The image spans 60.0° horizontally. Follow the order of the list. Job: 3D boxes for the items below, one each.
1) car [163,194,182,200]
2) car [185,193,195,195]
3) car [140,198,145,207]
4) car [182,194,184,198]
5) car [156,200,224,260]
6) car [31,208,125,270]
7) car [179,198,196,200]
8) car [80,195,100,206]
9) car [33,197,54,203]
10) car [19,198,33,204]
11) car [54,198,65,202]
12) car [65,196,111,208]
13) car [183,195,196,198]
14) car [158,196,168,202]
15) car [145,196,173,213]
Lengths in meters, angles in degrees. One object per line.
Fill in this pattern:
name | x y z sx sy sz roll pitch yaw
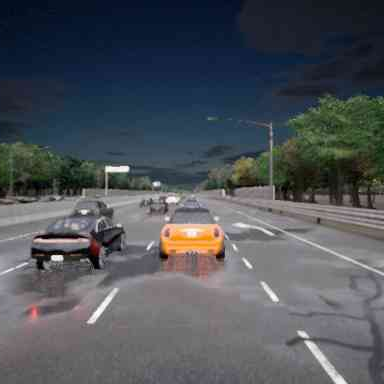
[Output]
car | -3.560 1.310 61.234 2.150 2.045 5.566 0 0 0
car | -0.079 1.654 81.596 2.128 1.511 4.902 0 0 0
car | -7.048 1.599 52.696 1.812 1.442 4.674 0 0 0
car | -3.579 1.656 82.459 1.812 1.442 4.674 0 0 0
car | -0.005 1.361 12.678 2.097 1.767 4.553 0 0 0
car | -3.504 1.501 11.059 2.128 1.511 4.902 0 0 0
car | -0.030 1.586 33.960 2.033 1.411 5.357 0 0 0
car | -17.570 1.445 57.387 2.097 1.767 4.553 0 0 0
car | -24.568 1.588 56.545 1.837 1.490 4.892 0 0 0
car | -28.059 1.686 57.883 1.895 1.301 4.718 0 0 0
car | -21.067 1.686 56.541 1.895 1.301 4.718 0 0 0
car | -7.015 1.378 23.764 2.097 1.767 4.553 0 0 0
car | -0.052 1.624 56.048 2.033 1.411 5.357 0 0 0
car | -7.079 1.632 81.638 1.837 1.490 4.892 0 0 0
car | -3.530 1.536 36.546 2.128 1.511 4.902 0 0 0
